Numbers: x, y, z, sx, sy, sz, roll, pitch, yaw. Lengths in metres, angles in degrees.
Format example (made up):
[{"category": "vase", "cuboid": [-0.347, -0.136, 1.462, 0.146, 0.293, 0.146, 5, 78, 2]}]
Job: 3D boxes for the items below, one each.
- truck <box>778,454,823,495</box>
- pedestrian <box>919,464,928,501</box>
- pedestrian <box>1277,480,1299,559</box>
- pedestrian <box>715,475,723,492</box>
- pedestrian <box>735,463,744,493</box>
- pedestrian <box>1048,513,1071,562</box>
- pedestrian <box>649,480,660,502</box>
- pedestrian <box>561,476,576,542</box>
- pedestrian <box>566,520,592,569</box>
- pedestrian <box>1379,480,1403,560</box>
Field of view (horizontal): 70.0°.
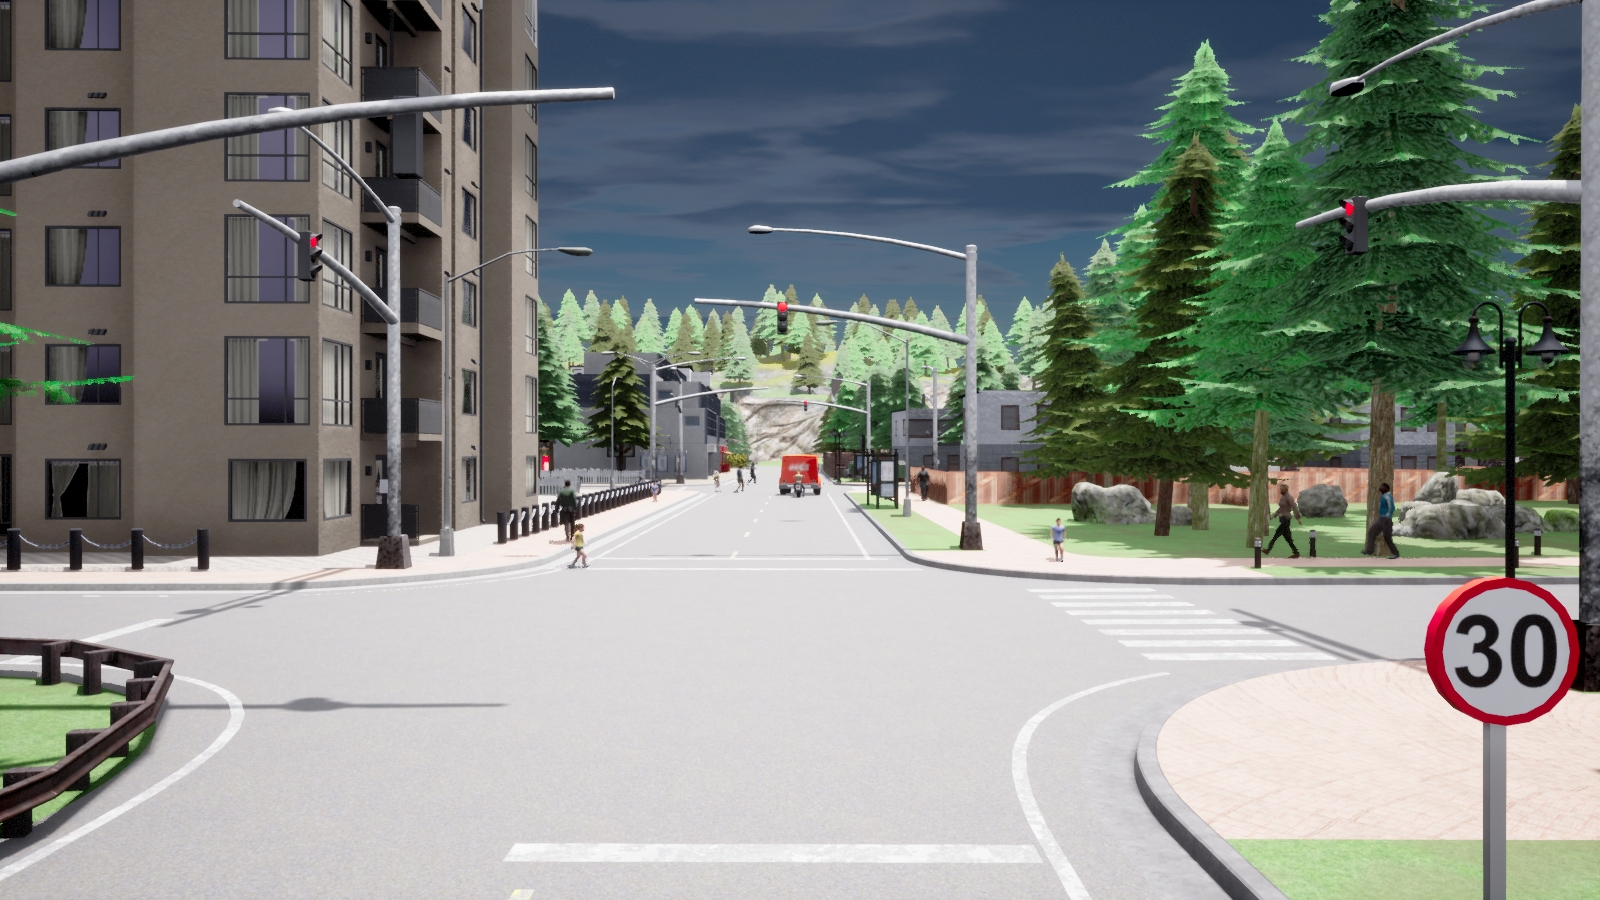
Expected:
[{"category": "truck", "cuboid": [0.071, 1.506, 71.518, 2.627, 2.467, 5.204, 0, 0, 3]}, {"category": "pedestrian", "cuboid": [6.215, 1.643, 57.471, 0.375, 1.860, 0.375, 0, 0, 0]}, {"category": "pedestrian", "cuboid": [11.577, 1.647, 27.108, 0.375, 1.860, 0.375, 0, 0, 1]}, {"category": "pedestrian", "cuboid": [-5.326, 2.168, 74.784, 0.500, 1.100, 0.500, 0, 0, -3]}, {"category": "pedestrian", "cuboid": [-3.867, 1.786, 73.124, 0.375, 1.860, 0.375, 0, 0, -41]}, {"category": "pedestrian", "cuboid": [6.073, 2.041, 26.787, 0.500, 1.100, 0.500, 0, 0, 9]}, {"category": "pedestrian", "cuboid": [-7.187, 2.025, 56.481, 0.500, 1.100, 0.500, 0, 0, -2]}, {"category": "pedestrian", "cuboid": [-6.517, 1.657, 32.191, 0.375, 1.860, 0.375, 0, 0, -3]}, {"category": "pedestrian", "cuboid": [-5.170, 2.193, 26.692, 0.500, 1.100, 0.500, 0, 0, 1]}, {"category": "pedestrian", "cuboid": [13.967, 1.646, 27.004, 0.375, 1.860, 0.375, 0, 0, -1]}]
